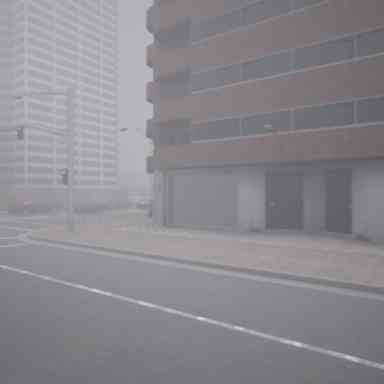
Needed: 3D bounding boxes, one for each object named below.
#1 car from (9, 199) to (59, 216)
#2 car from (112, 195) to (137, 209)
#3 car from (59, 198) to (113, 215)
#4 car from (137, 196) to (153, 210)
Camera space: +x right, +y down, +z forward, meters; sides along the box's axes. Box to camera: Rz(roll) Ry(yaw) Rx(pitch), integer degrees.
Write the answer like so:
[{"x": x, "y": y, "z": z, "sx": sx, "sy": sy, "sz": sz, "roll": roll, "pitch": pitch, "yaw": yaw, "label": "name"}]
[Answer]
[{"x": -15.764, "y": 1.489, "z": 33.673, "sx": 1.882, "sy": 1.535, "sz": 5.008, "roll": 0, "pitch": 0, "yaw": 35, "label": "car"}, {"x": -9.770, "y": 1.515, "z": 42.200, "sx": 1.837, "sy": 1.490, "sz": 4.892, "roll": 0, "pitch": 0, "yaw": 35, "label": "car"}, {"x": -10.896, "y": 1.610, "z": 34.514, "sx": 1.895, "sy": 1.301, "sz": 4.718, "roll": 0, "pitch": 0, "yaw": 35, "label": "car"}, {"x": -4.843, "y": 1.556, "z": 43.111, "sx": 2.033, "sy": 1.411, "sz": 5.357, "roll": 0, "pitch": 0, "yaw": 35, "label": "car"}]
